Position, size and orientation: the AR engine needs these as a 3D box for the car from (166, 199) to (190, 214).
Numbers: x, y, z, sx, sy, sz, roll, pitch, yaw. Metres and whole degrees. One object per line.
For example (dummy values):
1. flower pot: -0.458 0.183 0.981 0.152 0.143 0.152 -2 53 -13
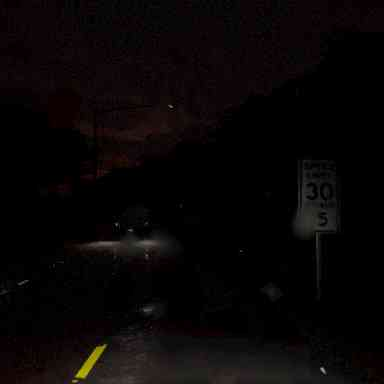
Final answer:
1. car: -1.518 1.605 38.114 2.097 1.767 4.553 0 -1 -8

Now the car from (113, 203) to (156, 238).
1. car: -2.940 1.527 17.871 1.812 1.442 4.674 0 0 -2

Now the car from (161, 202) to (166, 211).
1. car: -3.416 2.122 48.764 1.994 1.385 4.181 0 -2 -12
